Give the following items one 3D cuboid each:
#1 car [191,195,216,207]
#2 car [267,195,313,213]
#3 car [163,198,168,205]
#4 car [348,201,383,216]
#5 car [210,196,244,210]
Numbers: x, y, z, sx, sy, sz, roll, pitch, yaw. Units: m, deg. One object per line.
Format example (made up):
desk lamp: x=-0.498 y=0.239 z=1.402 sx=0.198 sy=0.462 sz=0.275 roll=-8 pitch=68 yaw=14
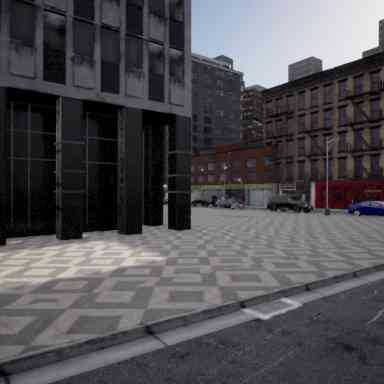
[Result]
car: x=2.175 y=1.522 z=56.641 sx=2.150 sy=2.045 sz=5.566 roll=0 pitch=0 yaw=-36
car: x=11.320 y=1.392 z=38.821 sx=2.150 sy=2.045 sz=5.566 roll=0 pitch=-1 yaw=-36
car: x=-4.041 y=1.844 z=65.042 sx=1.837 sy=1.490 sz=4.892 roll=0 pitch=0 yaw=-36
car: x=17.167 y=1.577 z=30.820 sx=1.882 sy=1.535 sz=5.008 roll=0 pitch=-1 yaw=-37
car: x=5.286 y=1.727 z=47.076 sx=2.128 sy=1.511 sz=4.902 roll=0 pitch=0 yaw=-36
